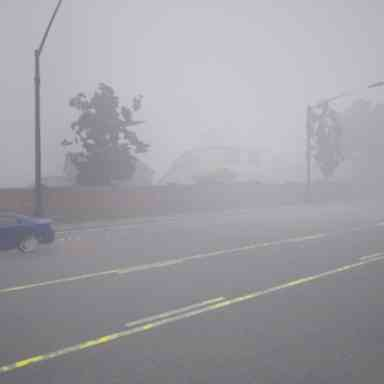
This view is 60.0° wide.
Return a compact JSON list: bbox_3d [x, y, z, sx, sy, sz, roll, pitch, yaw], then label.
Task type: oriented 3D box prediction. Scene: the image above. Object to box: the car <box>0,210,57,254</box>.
[{"bbox_3d":[-7.435,1.460,11.586,5.008,1.535,1.882,-2,1,-35],"label":"car"}]
